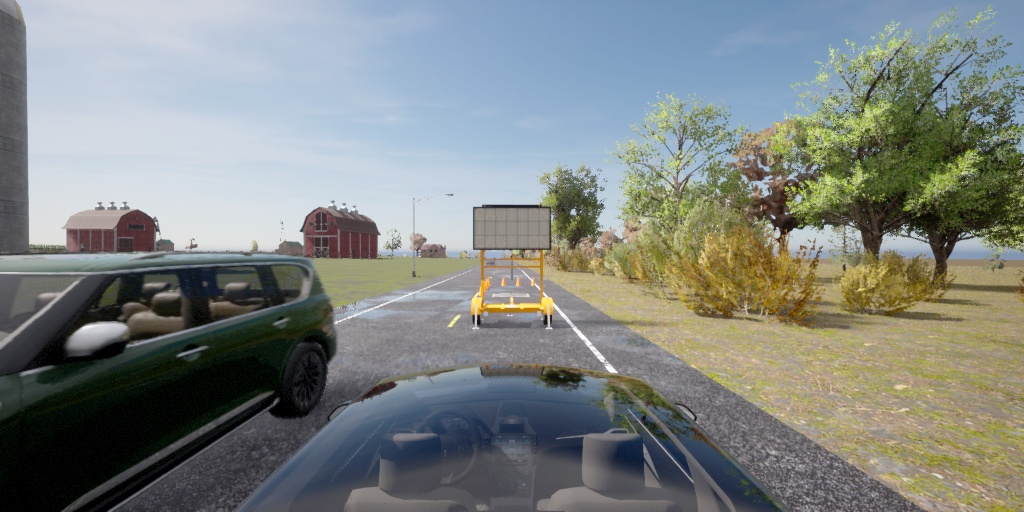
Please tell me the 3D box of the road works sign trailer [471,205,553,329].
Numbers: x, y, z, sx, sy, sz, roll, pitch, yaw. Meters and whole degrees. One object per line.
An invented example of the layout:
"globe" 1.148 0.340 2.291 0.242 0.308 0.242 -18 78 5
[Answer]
"road works sign trailer" -0.001 0.212 11.169 2.380 3.560 2.880 0 0 -1

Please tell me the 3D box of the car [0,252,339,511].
"car" -3.603 0.971 2.987 2.150 2.045 5.566 0 0 0
